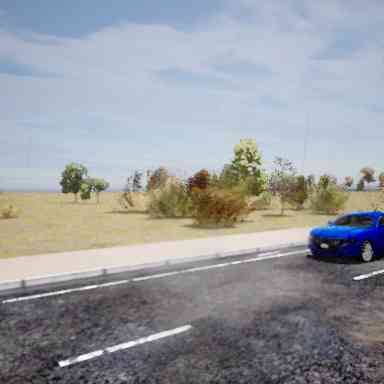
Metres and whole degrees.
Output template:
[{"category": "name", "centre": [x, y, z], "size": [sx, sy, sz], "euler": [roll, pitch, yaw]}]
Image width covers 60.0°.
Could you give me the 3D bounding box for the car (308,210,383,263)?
[{"category": "car", "centre": [6.312, 1.467, 12.201], "size": [5.008, 1.535, 1.882], "euler": [0, 0, -36]}]
